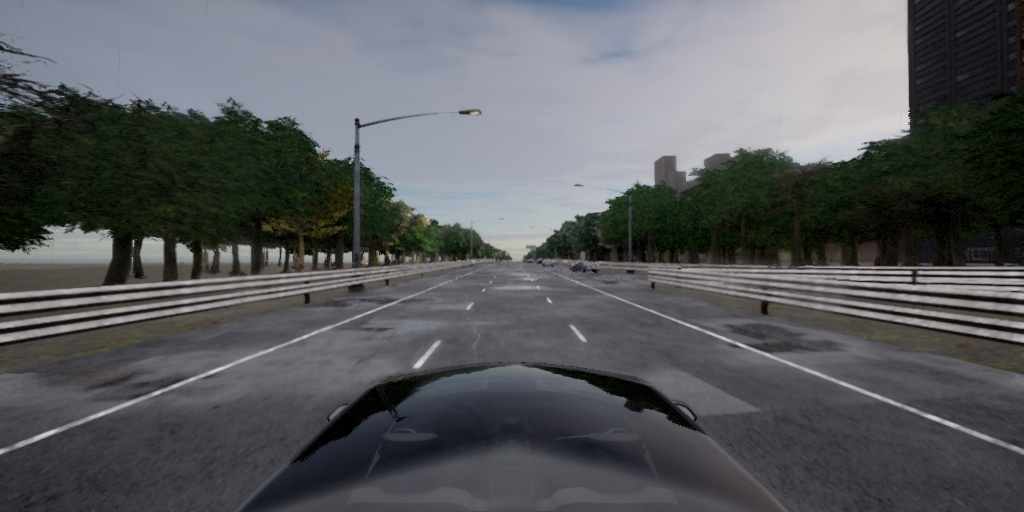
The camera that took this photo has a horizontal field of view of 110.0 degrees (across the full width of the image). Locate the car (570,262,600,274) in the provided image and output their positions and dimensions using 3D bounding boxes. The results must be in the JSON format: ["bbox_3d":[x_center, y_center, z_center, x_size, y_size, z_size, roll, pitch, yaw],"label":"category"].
[{"bbox_3d":[9.008,1.400,44.774,2.033,1.411,5.357,0,0,-14],"label":"car"}]

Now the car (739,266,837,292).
[{"bbox_3d":[16.423,1.303,21.995,2.033,1.411,5.357,0,-1,-27],"label":"car"}]
